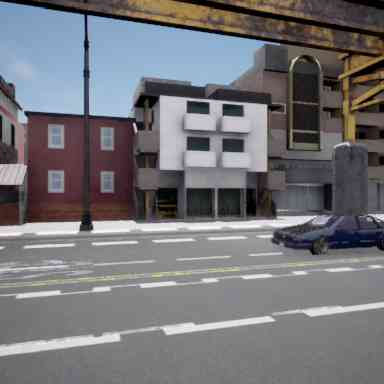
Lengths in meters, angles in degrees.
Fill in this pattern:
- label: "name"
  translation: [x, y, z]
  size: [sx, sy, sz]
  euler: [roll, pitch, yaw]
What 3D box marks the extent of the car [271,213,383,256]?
- label: "car"
  translation: [5.849, 1.547, 12.995]
  size: [5.357, 1.411, 2.033]
  euler: [0, 0, -17]
